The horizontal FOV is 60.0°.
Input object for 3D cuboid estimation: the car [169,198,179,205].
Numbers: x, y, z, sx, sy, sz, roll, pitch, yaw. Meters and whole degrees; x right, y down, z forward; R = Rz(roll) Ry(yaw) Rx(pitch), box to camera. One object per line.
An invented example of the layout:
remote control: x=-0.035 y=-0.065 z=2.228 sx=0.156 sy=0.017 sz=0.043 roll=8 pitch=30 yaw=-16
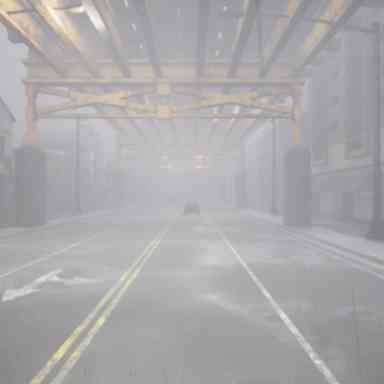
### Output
car: x=-3.501 y=1.818 z=66.822 sx=2.033 sy=1.411 sz=5.357 roll=0 pitch=0 yaw=0

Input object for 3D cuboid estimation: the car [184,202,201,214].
car: x=0.011 y=1.833 z=38.862 sx=2.033 sy=1.411 sz=5.357 roll=0 pitch=0 yaw=0
